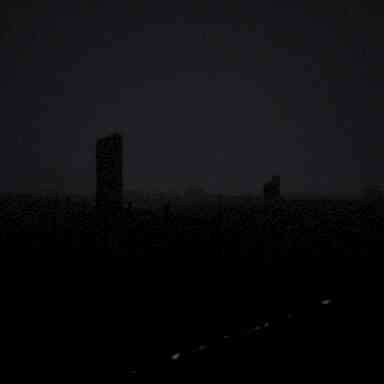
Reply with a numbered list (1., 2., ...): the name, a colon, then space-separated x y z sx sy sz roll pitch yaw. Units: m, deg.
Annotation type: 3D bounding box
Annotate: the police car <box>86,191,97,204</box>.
1. police car: -11.904 0.659 42.411 2.038 1.542 4.974 0 1 -35
